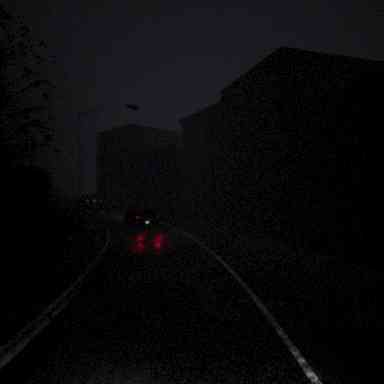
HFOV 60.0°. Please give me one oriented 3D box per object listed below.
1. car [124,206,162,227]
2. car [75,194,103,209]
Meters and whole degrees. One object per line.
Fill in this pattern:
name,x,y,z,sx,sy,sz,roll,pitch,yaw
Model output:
car,-3.521,1.578,22.935,1.895,1.301,4.718,0,1,-19
car,-12.185,1.035,39.053,2.097,1.767,4.553,0,1,-36
